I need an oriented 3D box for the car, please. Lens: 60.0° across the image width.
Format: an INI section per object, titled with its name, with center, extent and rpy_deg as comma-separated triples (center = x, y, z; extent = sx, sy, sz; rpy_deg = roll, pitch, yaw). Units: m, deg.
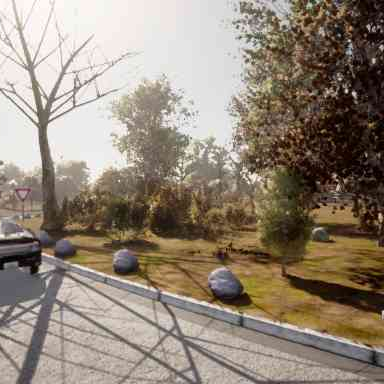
[car]
center = -5.980, 1.538, 9.588
extent = 2.128, 1.511, 4.902
rpy_deg = 0, 0, -45
